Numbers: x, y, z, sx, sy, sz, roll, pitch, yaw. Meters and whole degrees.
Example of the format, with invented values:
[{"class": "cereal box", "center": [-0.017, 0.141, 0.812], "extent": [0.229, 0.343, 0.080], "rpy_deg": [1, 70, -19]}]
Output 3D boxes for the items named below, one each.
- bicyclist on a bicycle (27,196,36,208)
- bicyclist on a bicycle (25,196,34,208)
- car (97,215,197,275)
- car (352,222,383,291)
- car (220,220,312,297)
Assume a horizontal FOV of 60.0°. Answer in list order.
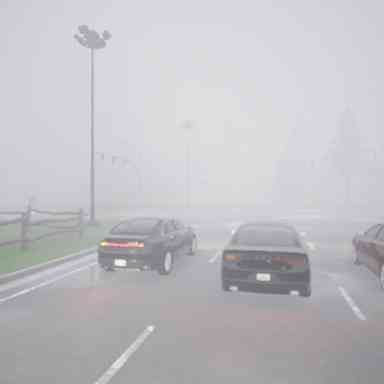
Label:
[{"class": "bicyclist on a bicycle", "center": [-21.366, 1.315, 44.755], "extent": [0.582, 1.620, 1.656], "rpy_deg": [0, 0, -7]}, {"class": "bicyclist on a bicycle", "center": [-21.809, 1.315, 44.703], "extent": [0.582, 1.620, 1.656], "rpy_deg": [0, 0, -7]}, {"class": "car", "center": [-1.174, 1.509, 10.598], "extent": [1.837, 1.490, 4.892], "rpy_deg": [0, 0, 14]}, {"class": "car", "center": [5.530, 1.481, 8.547], "extent": [1.882, 1.535, 5.008], "rpy_deg": [0, 0, 14]}, {"class": "car", "center": [1.980, 1.481, 8.782], "extent": [1.882, 1.535, 5.008], "rpy_deg": [0, 0, 14]}]
